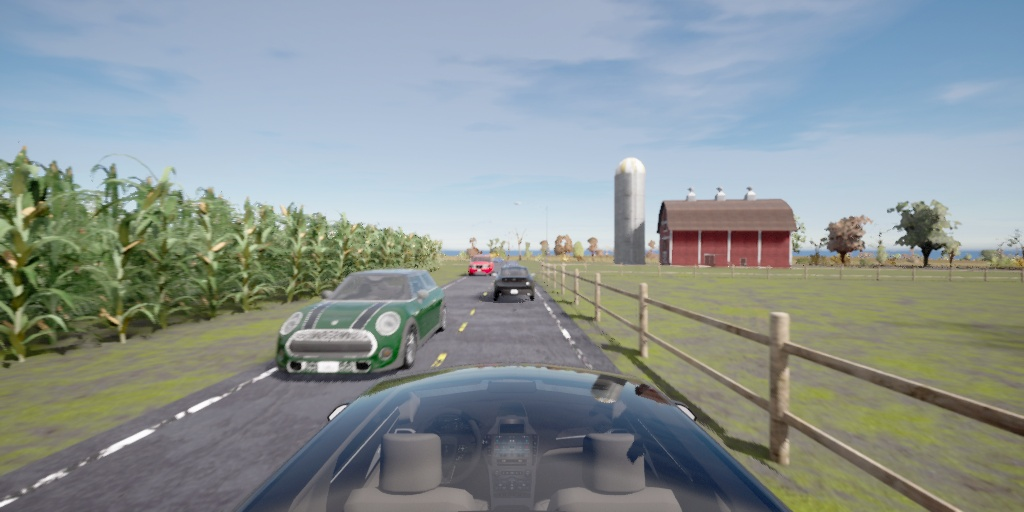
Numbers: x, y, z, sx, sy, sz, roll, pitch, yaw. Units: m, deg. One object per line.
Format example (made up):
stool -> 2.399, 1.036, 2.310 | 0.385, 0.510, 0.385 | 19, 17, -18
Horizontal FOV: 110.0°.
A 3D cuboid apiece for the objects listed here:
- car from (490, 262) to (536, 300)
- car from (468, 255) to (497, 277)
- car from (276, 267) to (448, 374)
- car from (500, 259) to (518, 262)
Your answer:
car -> 0.096, 1.223, 17.444 | 1.837, 1.490, 4.892 | 0, 1, 0
car -> -2.887, 0.906, 34.397 | 2.150, 2.045, 5.566 | 0, 0, 0
car -> -2.782, 1.088, 7.705 | 2.097, 1.767, 4.553 | 0, 0, 0
car -> 0.043, 1.225, 39.609 | 2.033, 1.411, 5.357 | 0, 0, 0
